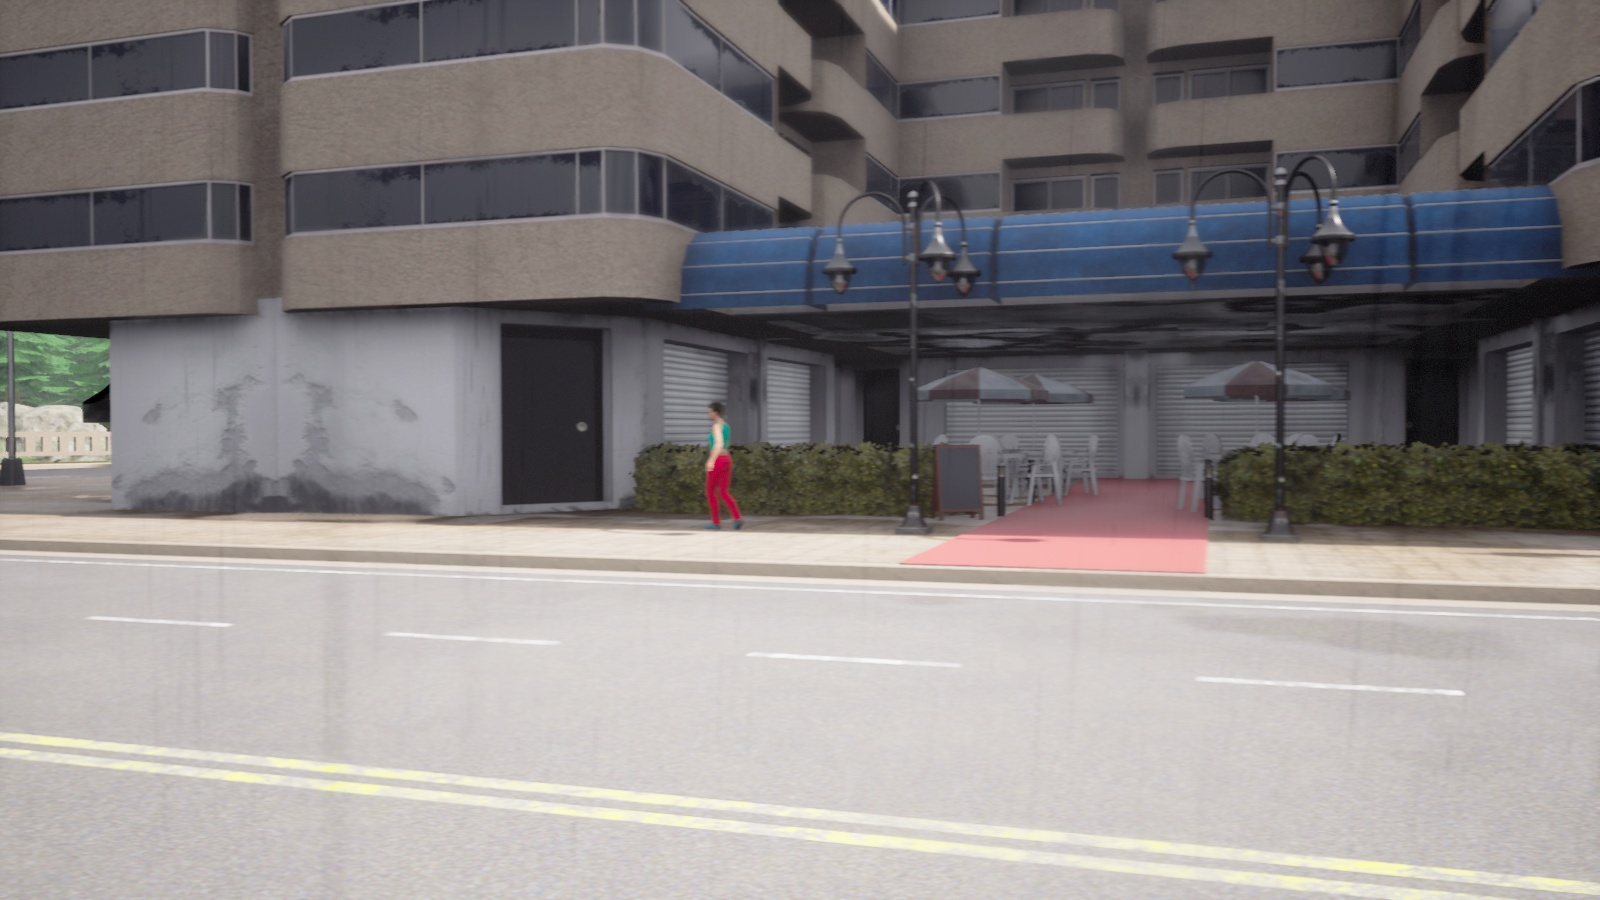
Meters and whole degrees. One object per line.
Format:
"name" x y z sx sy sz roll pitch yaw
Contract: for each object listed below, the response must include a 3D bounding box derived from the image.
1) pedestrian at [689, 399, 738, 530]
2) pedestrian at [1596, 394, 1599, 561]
"pedestrian" -1.228 0.196 17.857 0.594 1.836 0.345 1 1 25
"pedestrian" 9.129 0.302 13.650 0.706 1.836 0.354 0 1 16
